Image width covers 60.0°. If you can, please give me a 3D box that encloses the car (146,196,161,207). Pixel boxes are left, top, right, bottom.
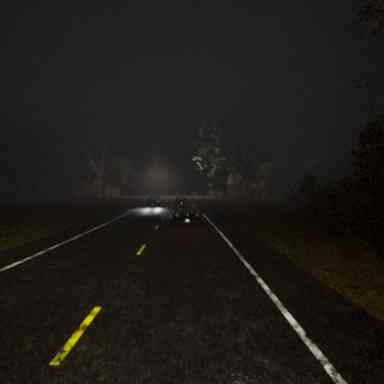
[{"bbox_3d":[-5.149,1.262,44.403,1.895,1.301,4.718,0,0,-4],"label":"car"}]

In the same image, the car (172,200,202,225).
[{"bbox_3d":[-0.364,1.445,22.584,1.895,1.301,4.718,0,0,-2],"label":"car"}]

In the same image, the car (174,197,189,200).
[{"bbox_3d":[-1.325,1.254,40.845,1.994,1.385,4.181,0,1,-4],"label":"car"}]
